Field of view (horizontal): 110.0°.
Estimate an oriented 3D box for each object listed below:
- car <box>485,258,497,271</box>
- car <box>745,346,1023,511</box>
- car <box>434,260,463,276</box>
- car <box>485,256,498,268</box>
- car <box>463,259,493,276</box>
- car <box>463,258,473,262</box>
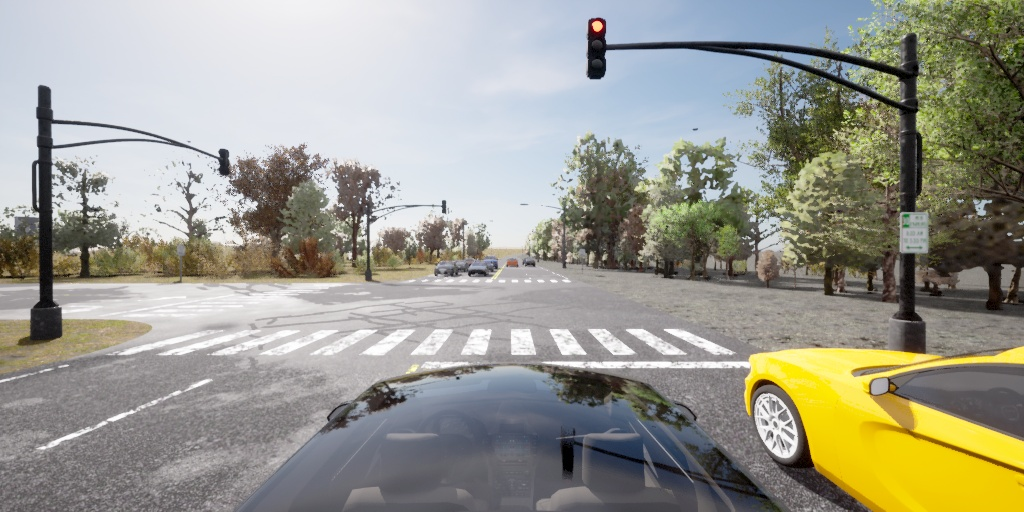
[{"bbox_3d":[-3.349,1.314,45.901,1.994,1.385,4.181,0,0,0],"label":"car"},{"bbox_3d":[3.363,1.195,1.727,1.882,1.535,5.008,0,1,0],"label":"car"},{"bbox_3d":[-6.600,1.241,36.443,2.128,1.511,4.902,0,0,0],"label":"car"},{"bbox_3d":[-3.344,0.973,56.271,2.150,2.045,5.566,0,0,0],"label":"car"},{"bbox_3d":[-3.352,1.297,36.666,2.033,1.411,5.357,0,0,0],"label":"car"},{"bbox_3d":[-6.599,1.241,45.730,2.128,1.511,4.902,0,0,0],"label":"car"}]
